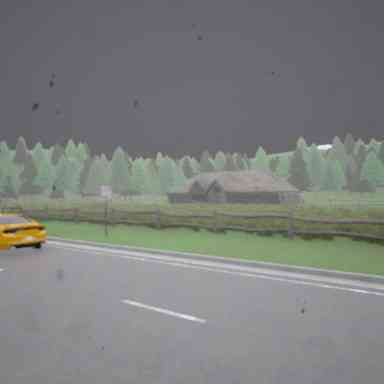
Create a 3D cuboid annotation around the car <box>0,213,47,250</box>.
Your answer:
[{"bbox_3d":[-8.225,1.655,14.157,5.008,1.535,1.882,-1,-1,36],"label":"car"}]
